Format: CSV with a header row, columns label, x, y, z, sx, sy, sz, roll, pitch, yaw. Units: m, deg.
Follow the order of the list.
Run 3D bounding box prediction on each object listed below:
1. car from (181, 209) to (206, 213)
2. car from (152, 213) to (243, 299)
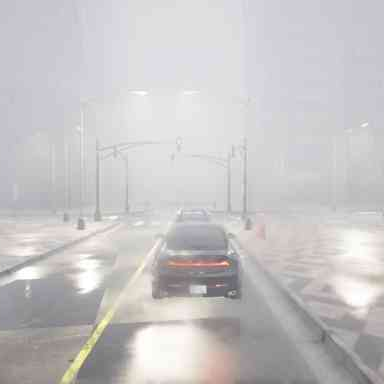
label,x,y,z,sx,sy,sz,roll,pitch,yaw
car,0.059,1.556,17.294,1.994,1.385,4.181,0,0,1
car,0.100,1.502,8.391,1.837,1.490,4.892,0,0,0
